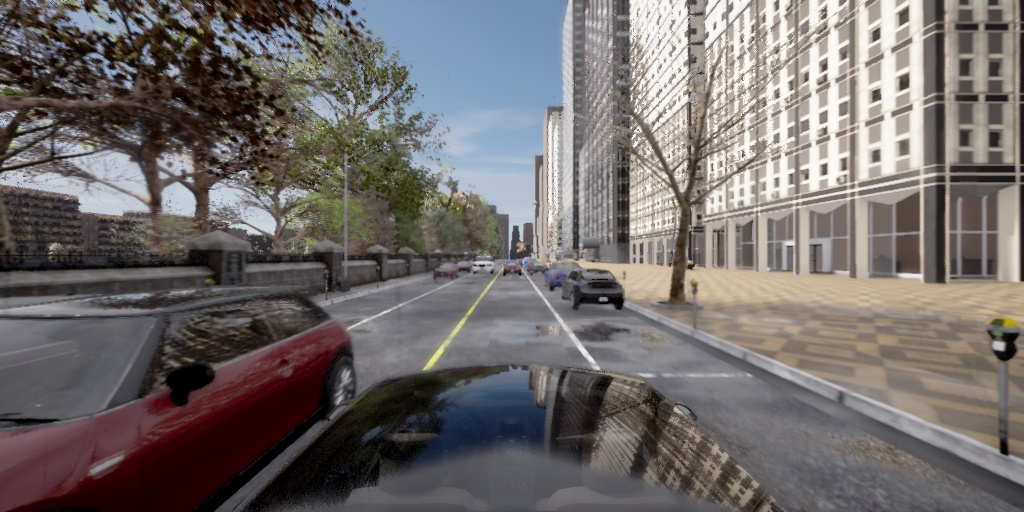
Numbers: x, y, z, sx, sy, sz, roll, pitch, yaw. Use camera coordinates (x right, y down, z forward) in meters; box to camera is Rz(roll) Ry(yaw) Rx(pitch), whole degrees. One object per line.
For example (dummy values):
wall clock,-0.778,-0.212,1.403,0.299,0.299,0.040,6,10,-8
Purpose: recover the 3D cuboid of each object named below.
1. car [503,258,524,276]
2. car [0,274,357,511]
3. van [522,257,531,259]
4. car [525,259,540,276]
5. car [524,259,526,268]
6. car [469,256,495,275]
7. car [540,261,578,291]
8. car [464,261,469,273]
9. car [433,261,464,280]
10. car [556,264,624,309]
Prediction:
car,0.058,1.271,37.143,1.812,1.442,4.674,0,0,0
car,-3.091,1.101,2.795,2.097,1.767,4.553,0,0,0
van,2.693,1.096,59.659,1.690,1.789,3.998,0,0,0
car,2.691,1.295,37.129,2.007,1.370,4.403,0,0,0
car,2.692,1.328,42.762,1.802,1.307,4.207,0,0,0
car,-3.090,0.967,39.702,2.150,2.045,5.566,0,0,0
car,3.114,1.097,21.720,2.097,1.767,4.553,0,0,0
car,-5.688,1.291,42.762,1.888,1.381,4.507,0,0,0
car,-5.690,1.290,31.498,1.888,1.381,4.507,0,0,0
car,3.146,1.249,14.750,1.837,1.490,4.892,0,0,0
